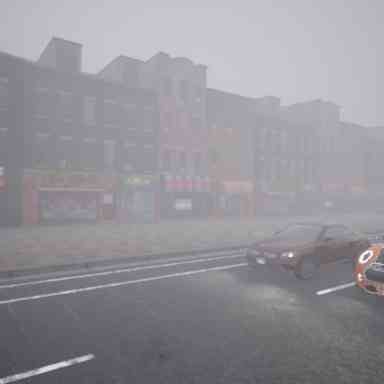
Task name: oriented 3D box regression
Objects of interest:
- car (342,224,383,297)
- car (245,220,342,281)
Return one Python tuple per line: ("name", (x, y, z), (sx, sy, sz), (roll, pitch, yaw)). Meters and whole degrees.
("car", (5.873, 1.471, 7.879), (4.553, 1.767, 2.097), (1, -1, -36))
("car", (3.760, 1.640, 10.362), (4.674, 1.442, 1.812), (1, -1, -35))
